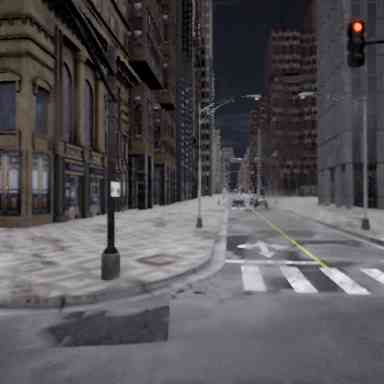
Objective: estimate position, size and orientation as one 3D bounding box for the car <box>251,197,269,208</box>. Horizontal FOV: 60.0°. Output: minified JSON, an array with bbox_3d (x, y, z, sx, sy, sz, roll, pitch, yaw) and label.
[{"bbox_3d":[9.855,1.519,47.601,1.812,1.442,4.674,0,0,7],"label":"car"}]

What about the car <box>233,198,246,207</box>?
[{"bbox_3d":[7.151,1.549,50.667,2.033,1.411,5.357,0,0,7],"label":"car"}]
